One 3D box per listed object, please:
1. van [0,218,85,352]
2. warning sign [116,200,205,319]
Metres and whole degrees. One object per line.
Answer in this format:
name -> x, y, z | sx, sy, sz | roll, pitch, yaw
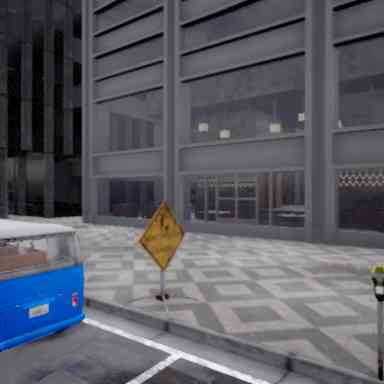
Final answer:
van -> -3.525, 1.331, 5.481 | 3.998, 1.788, 1.690 | 0, 0, 36
warning sign -> -0.552, 1.109, 6.187 | 1.060, 1.860, 1.300 | 0, 0, 36
